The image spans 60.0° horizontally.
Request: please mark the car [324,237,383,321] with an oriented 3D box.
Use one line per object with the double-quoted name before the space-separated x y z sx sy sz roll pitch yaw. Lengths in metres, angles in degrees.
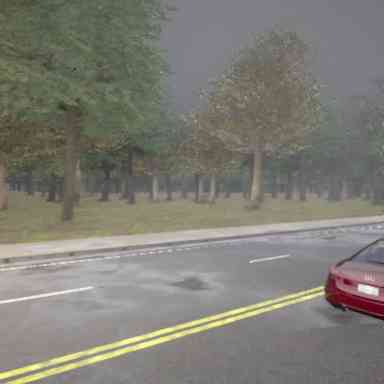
"car" 4.565 1.608 6.705 4.181 1.385 1.994 0 0 -36
